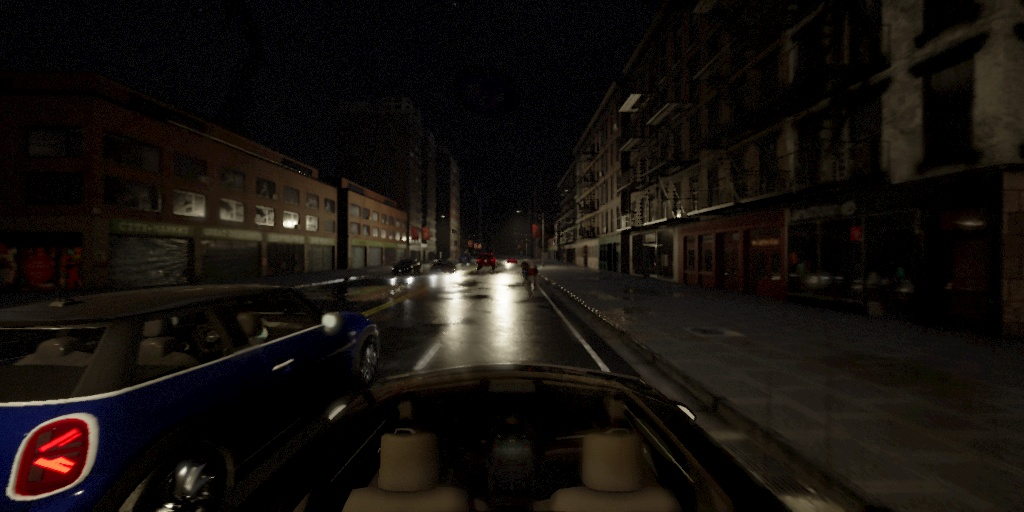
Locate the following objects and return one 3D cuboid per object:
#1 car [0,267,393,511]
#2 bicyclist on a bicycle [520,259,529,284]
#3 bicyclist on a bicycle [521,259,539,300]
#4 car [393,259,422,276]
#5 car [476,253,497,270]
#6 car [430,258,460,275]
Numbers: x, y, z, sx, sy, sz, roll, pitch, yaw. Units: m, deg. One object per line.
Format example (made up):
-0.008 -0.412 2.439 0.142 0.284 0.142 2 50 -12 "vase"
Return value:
-3.151 1.089 3.920 2.097 1.767 4.553 0 0 0 "car"
0.893 1.055 25.125 0.582 1.620 1.656 0 0 0 "bicyclist on a bicycle"
0.894 1.031 16.130 0.659 1.776 1.843 0 1 0 "bicyclist on a bicycle"
-9.844 1.050 33.896 1.837 1.490 4.892 0 0 0 "car"
-3.151 0.682 45.794 2.150 2.045 5.566 0 0 0 "car"
-6.592 1.101 34.711 1.994 1.385 4.181 0 0 0 "car"
